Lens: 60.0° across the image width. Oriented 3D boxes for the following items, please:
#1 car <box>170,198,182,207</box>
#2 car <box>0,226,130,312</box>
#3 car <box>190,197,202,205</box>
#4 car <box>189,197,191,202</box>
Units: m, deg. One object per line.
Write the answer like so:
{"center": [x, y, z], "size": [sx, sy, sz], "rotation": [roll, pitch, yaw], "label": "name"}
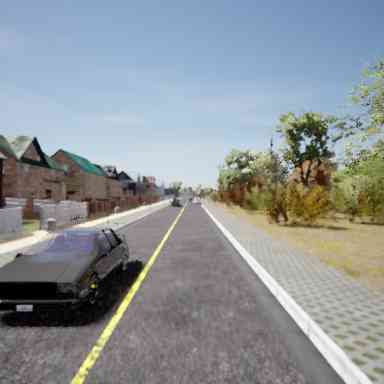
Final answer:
{"center": [-2.750, 1.888, 58.330], "size": [1.837, 1.490, 4.892], "rotation": [0, 0, 1], "label": "car"}
{"center": [-2.845, 1.606, 8.321], "size": [2.033, 1.411, 5.357], "rotation": [0, 0, 0], "label": "car"}
{"center": [1.015, 1.982, 70.102], "size": [1.812, 1.442, 4.674], "rotation": [0, 0, 0], "label": "car"}
{"center": [0.069, 1.923, 89.523], "size": [2.033, 1.411, 5.357], "rotation": [0, 0, 0], "label": "car"}
